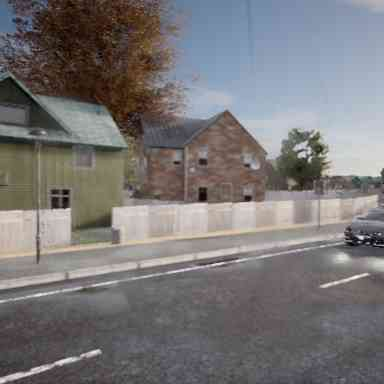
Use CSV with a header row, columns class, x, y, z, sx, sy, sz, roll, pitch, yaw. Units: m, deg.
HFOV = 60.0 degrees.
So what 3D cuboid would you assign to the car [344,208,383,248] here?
class,x,y,z,sx,sy,sz,roll,pitch,yaw
car,8.021,1.395,13.214,4.892,1.490,1.837,0,0,-34
